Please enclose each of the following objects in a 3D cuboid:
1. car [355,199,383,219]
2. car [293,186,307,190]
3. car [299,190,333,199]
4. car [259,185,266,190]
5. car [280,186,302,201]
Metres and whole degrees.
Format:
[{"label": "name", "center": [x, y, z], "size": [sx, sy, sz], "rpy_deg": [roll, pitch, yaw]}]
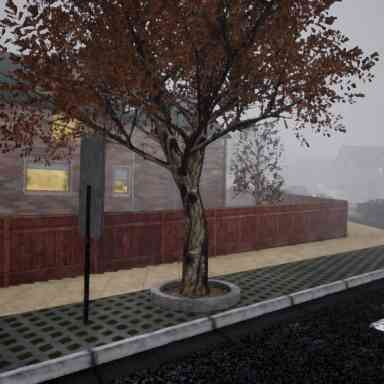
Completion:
[{"label": "car", "center": [12.827, 1.174, 21.705], "size": [2.033, 1.411, 5.357], "rpy_deg": [1, 2, -3]}, {"label": "car", "center": [14.397, 0.124, 46.766], "size": [2.150, 2.045, 5.566], "rpy_deg": [1, 2, -3]}, {"label": "car", "center": [12.275, 0.867, 31.659], "size": [1.994, 1.385, 4.181], "rpy_deg": [1, 2, -3]}, {"label": "car", "center": [13.443, -0.390, 64.056], "size": [2.150, 2.045, 5.566], "rpy_deg": [1, 2, -4]}, {"label": "car", "center": [11.715, 0.454, 41.939], "size": [1.882, 1.535, 5.008], "rpy_deg": [1, 2, -3]}]
